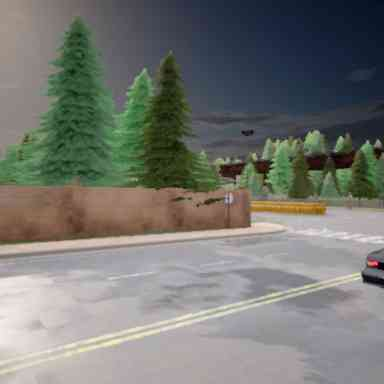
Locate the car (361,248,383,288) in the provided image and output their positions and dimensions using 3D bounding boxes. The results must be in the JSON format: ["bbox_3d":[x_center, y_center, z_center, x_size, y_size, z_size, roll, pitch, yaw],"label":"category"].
[{"bbox_3d":[6.345,1.670,8.288,5.357,1.411,2.033,1,0,-35],"label":"car"}]
